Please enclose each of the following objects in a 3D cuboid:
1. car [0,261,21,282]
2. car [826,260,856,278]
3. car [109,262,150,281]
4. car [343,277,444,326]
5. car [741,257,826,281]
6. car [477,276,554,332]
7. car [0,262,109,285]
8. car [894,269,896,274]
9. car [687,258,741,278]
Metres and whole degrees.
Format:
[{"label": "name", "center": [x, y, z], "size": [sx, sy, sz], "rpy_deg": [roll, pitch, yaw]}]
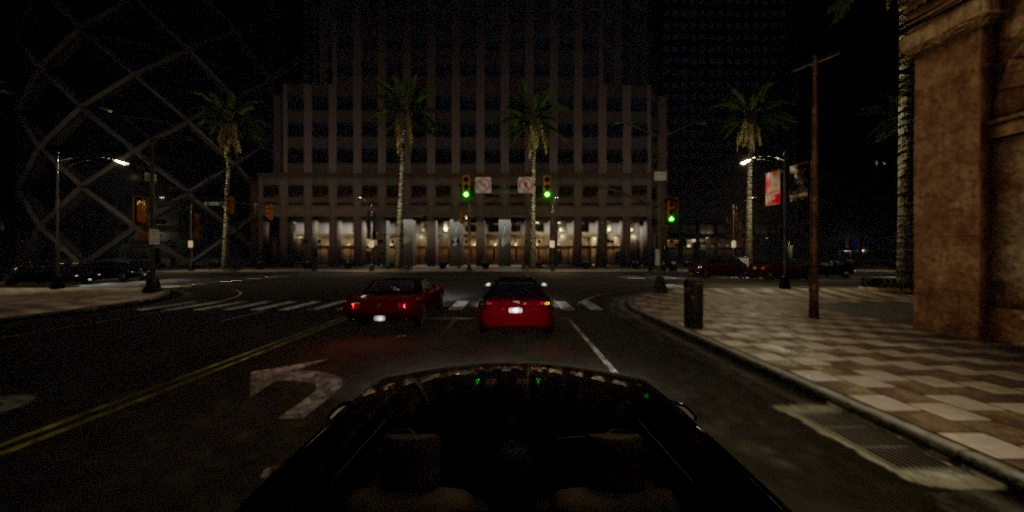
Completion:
[{"label": "car", "center": [-39.530, 1.126, 25.628], "size": [4.902, 1.511, 2.128], "rpy_deg": [0, 0, -20]}, {"label": "car", "center": [26.912, 1.100, 31.199], "size": [4.902, 1.511, 2.128], "rpy_deg": [0, 0, 0]}, {"label": "car", "center": [-30.452, 1.152, 27.330], "size": [4.674, 1.442, 1.812], "rpy_deg": [0, 0, -4]}, {"label": "car", "center": [-3.433, 1.304, 11.457], "size": [1.895, 1.301, 4.718], "rpy_deg": [0, 0, -1]}, {"label": "car", "center": [20.728, 0.978, 27.518], "size": [4.553, 1.767, 2.097], "rpy_deg": [0, 0, 0]}, {"label": "car", "center": [0.124, 1.271, 10.648], "size": [1.994, 1.385, 4.181], "rpy_deg": [0, 0, 1]}, {"label": "car", "center": [-30.990, 1.190, 23.952], "size": [5.357, 1.411, 2.033], "rpy_deg": [0, 0, -3]}, {"label": "car", "center": [36.686, 1.156, 31.161], "size": [5.357, 1.411, 2.033], "rpy_deg": [0, 0, 0]}, {"label": "car", "center": [17.819, 0.960, 31.226], "size": [4.553, 1.767, 2.097], "rpy_deg": [0, 0, 0]}]
